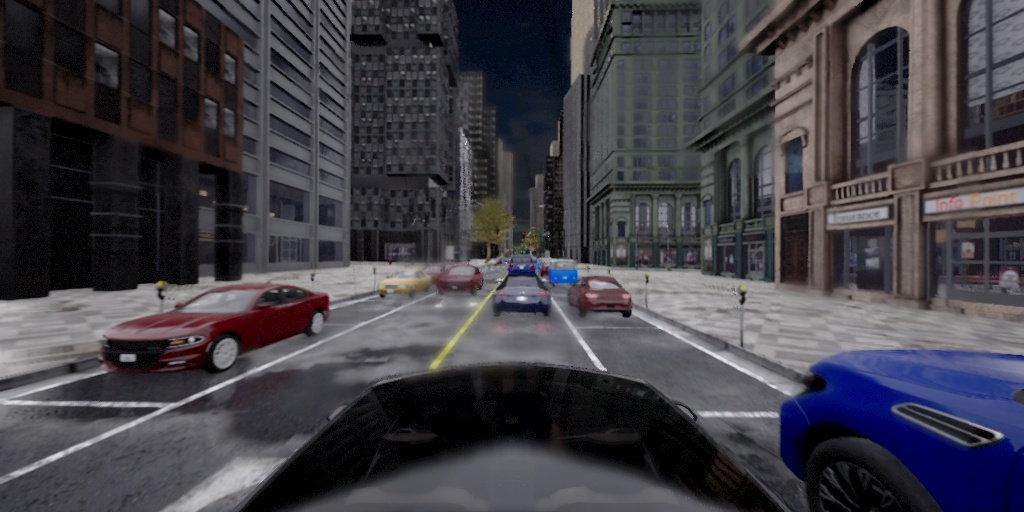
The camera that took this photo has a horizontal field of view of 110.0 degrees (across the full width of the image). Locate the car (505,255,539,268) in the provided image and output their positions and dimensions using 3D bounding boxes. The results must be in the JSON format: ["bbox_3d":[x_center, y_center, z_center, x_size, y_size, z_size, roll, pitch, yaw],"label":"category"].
[{"bbox_3d":[0.786,0.981,29.411,2.150,2.045,5.566,0,0,1],"label":"car"}]

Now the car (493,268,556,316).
[{"bbox_3d":[0.370,1.318,13.350,1.994,1.385,4.181,0,0,2],"label":"car"}]

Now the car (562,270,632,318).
[{"bbox_3d":[3.027,1.348,12.865,1.802,1.307,4.207,0,0,1],"label":"car"}]

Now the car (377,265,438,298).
[{"bbox_3d":[-5.380,1.255,18.455,1.751,1.417,4.829,0,0,1],"label":"car"}]

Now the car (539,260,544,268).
[{"bbox_3d":[3.599,1.319,34.957,1.888,1.381,4.507,0,0,1],"label":"car"}]

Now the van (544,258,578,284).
[{"bbox_3d":[3.313,1.110,23.912,1.690,1.789,3.998,0,0,1],"label":"van"}]

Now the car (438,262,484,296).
[{"bbox_3d":[-2.661,1.220,19.485,1.882,1.535,5.008,0,0,1],"label":"car"}]

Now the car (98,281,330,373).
[{"bbox_3d":[-5.658,1.272,7.578,1.888,1.381,4.507,0,0,1],"label":"car"}]

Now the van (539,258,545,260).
[{"bbox_3d":[3.742,1.118,40.481,1.690,1.789,3.998,0,0,1],"label":"van"}]

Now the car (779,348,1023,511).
[{"bbox_3d":[3.042,0.991,0.304,2.150,2.045,5.566,0,0,1],"label":"car"}]
